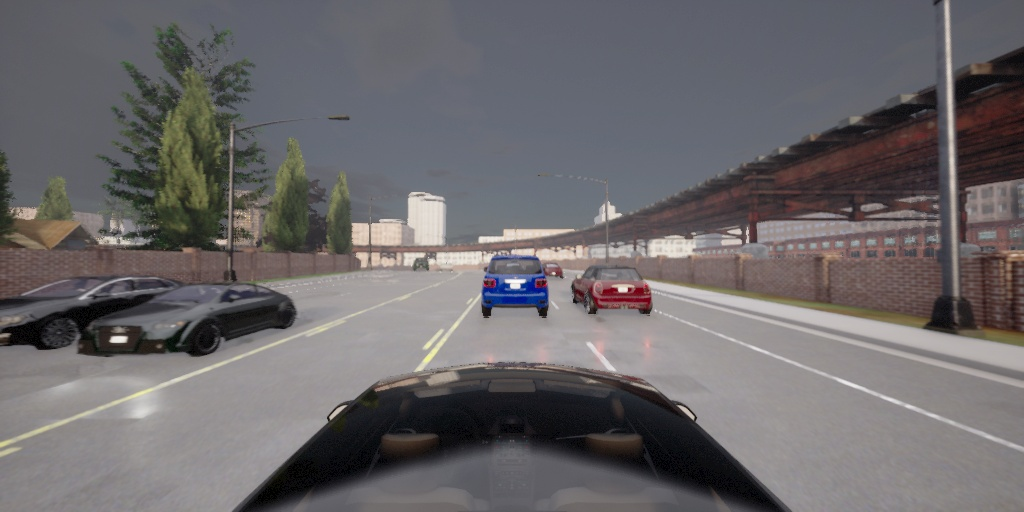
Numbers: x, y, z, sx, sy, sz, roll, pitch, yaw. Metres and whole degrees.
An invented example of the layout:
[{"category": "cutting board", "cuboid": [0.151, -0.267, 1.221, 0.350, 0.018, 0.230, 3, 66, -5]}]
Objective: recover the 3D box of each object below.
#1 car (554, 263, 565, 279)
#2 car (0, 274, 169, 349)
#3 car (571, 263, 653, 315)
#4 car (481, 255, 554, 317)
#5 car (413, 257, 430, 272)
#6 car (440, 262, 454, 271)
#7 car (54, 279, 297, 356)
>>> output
[{"category": "car", "cuboid": [3.477, 1.313, 32.822, 1.812, 1.442, 4.674, 0, 0, -2]}, {"category": "car", "cuboid": [-10.602, 1.250, 9.176, 2.128, 1.511, 4.902, 0, 0, 0]}, {"category": "car", "cuboid": [3.599, 1.116, 13.760, 2.097, 1.767, 4.553, 0, 0, 0]}, {"category": "car", "cuboid": [0.098, 0.985, 13.335, 2.150, 2.045, 5.566, 0, 0, 0]}, {"category": "car", "cuboid": [-12.956, 1.169, 51.492, 2.150, 2.045, 5.566, 0, -1, -12]}, {"category": "car", "cuboid": [-9.466, 1.555, 51.775, 1.895, 1.301, 4.718, 0, -1, -12]}, {"category": "car", "cuboid": [-7.101, 1.321, 8.470, 1.994, 1.385, 4.181, 0, 0, 0]}]
